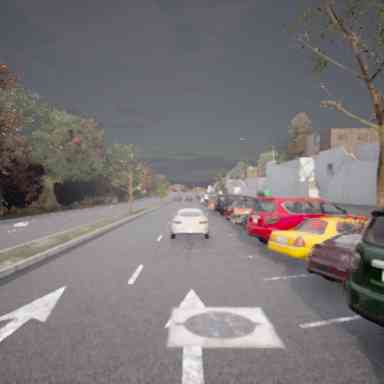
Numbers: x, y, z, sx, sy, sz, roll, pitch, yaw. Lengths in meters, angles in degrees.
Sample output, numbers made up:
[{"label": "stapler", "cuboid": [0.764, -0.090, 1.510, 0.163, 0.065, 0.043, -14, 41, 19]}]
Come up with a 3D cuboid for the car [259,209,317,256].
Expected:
[{"label": "car", "cuboid": [5.199, 1.516, 11.270, 5.366, 1.575, 1.946, 1, 0, -20]}]

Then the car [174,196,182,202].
[{"label": "car", "cuboid": [-3.782, 1.840, 88.901, 1.812, 1.442, 4.674, 0, 0, -1]}]

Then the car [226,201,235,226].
[{"label": "car", "cuboid": [4.951, 1.539, 20.206, 4.892, 1.521, 2.231, 1, 0, -21]}]

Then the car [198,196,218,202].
[{"label": "car", "cuboid": [4.260, 1.854, 89.235, 4.792, 1.488, 2.163, 1, 1, -21]}]

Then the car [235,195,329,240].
[{"label": "car", "cuboid": [5.029, 1.272, 14.219, 5.566, 2.045, 2.435, 1, 0, -21]}]

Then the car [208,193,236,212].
[{"label": "car", "cuboid": [4.857, 1.339, 32.229, 5.566, 2.045, 2.435, 1, -1, -21]}]

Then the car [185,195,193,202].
[{"label": "car", "cuboid": [-0.770, 1.686, 87.667, 2.097, 1.767, 4.553, 0, 0, -1]}]

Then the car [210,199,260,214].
[{"label": "car", "cuboid": [4.945, 1.632, 38.280, 5.366, 1.575, 1.946, 1, -1, -21]}]

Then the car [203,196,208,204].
[{"label": "car", "cuboid": [4.570, 1.649, 41.142, 5.366, 1.575, 1.946, 1, 0, -21]}]

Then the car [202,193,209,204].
[{"label": "car", "cuboid": [4.695, 1.431, 44.198, 5.566, 2.045, 2.435, 1, 0, -21]}]

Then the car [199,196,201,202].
[{"label": "car", "cuboid": [4.540, 1.891, 65.239, 4.792, 1.488, 2.163, 1, -1, -21]}]

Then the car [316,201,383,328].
[{"label": "car", "cuboid": [5.092, 1.253, 5.206, 5.566, 2.045, 2.435, 1, 0, -20]}]

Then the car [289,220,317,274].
[{"label": "car", "cuboid": [5.041, 1.550, 8.201, 4.674, 1.452, 2.002, 1, 0, -20]}]

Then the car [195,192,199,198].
[{"label": "car", "cuboid": [4.378, 1.629, 77.219, 5.566, 2.045, 2.435, 1, 1, -21]}]

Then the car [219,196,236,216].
[{"label": "car", "cuboid": [4.858, 1.433, 26.202, 4.553, 1.767, 2.185, 1, -1, -21]}]

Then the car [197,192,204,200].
[{"label": "car", "cuboid": [4.515, 1.623, 68.239, 5.566, 2.045, 2.435, 1, 0, -21]}]

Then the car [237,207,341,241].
[{"label": "car", "cuboid": [4.998, 1.559, 17.222, 4.792, 1.488, 2.163, 1, 0, -21]}]

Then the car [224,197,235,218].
[{"label": "car", "cuboid": [4.949, 1.422, 23.217, 4.553, 1.767, 2.185, 1, 0, -21]}]

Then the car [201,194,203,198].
[{"label": "car", "cuboid": [4.604, 1.699, 59.227, 4.553, 1.767, 2.185, 1, 0, -21]}]

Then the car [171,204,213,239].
[{"label": "car", "cuboid": [-0.103, 1.556, 17.471, 1.812, 1.442, 4.674, 0, 0, -1]}]
